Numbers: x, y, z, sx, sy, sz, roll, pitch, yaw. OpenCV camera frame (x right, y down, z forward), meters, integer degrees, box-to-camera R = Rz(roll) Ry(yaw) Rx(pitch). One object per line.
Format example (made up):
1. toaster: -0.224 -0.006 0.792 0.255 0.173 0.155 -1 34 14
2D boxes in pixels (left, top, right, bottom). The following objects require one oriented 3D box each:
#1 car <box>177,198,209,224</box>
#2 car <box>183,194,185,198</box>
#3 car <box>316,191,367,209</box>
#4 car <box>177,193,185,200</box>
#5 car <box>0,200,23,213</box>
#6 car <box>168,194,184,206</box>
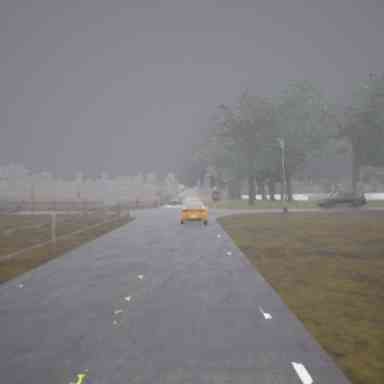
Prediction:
1. car: 0.230 1.488 25.172 1.882 1.535 5.008 0 0 3
2. car: -2.742 1.384 69.282 2.033 1.411 5.357 0 1 0
3. car: 17.519 0.930 39.039 5.566 2.045 2.150 -1 -1 0
4. car: -2.741 1.161 84.036 1.882 1.535 5.008 0 1 0
5. car: -20.602 1.578 35.975 4.181 1.385 1.994 0 -1 0
6. car: -2.796 1.516 54.778 1.994 1.385 4.181 0 0 1
